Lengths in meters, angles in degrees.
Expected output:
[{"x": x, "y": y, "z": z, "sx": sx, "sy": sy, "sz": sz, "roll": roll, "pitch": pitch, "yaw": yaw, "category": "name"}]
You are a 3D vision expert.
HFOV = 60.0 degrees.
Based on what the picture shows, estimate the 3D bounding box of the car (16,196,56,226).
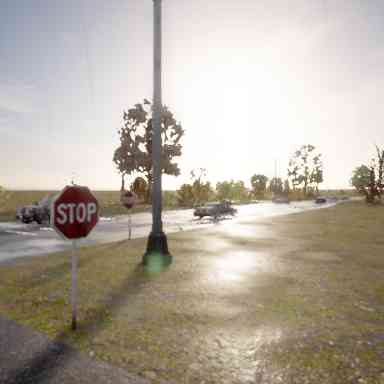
[{"x": -9.881, "y": 1.297, "z": 24.519, "sx": 2.150, "sy": 2.045, "sz": 5.566, "roll": 0, "pitch": 0, "yaw": 34, "category": "car"}]

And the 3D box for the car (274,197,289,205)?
[{"x": 17.638, "y": 1.727, "z": 65.380, "sx": 1.994, "sy": 1.385, "sz": 4.181, "roll": 0, "pitch": 0, "yaw": 34, "category": "car"}]

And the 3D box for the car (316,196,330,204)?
[{"x": 28.089, "y": 1.683, "z": 72.198, "sx": 1.882, "sy": 1.535, "sz": 5.008, "roll": 0, "pitch": 0, "yaw": 27, "category": "car"}]

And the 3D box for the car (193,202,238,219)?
[{"x": 2.204, "y": 1.637, "z": 29.916, "sx": 2.033, "sy": 1.411, "sz": 5.357, "roll": 0, "pitch": 0, "yaw": 34, "category": "car"}]
